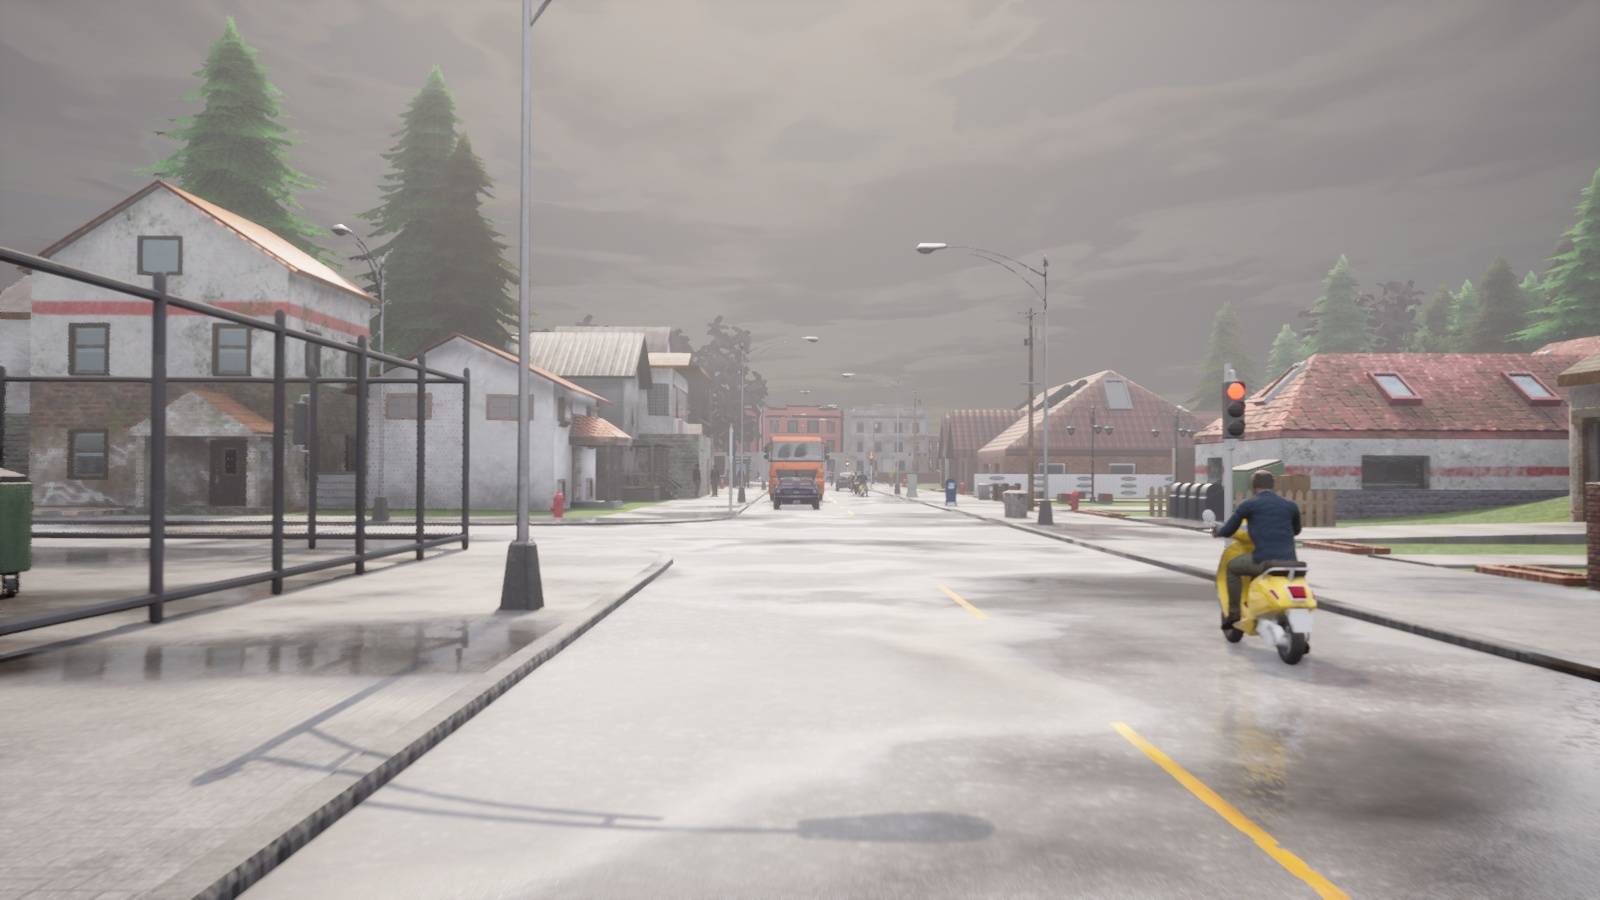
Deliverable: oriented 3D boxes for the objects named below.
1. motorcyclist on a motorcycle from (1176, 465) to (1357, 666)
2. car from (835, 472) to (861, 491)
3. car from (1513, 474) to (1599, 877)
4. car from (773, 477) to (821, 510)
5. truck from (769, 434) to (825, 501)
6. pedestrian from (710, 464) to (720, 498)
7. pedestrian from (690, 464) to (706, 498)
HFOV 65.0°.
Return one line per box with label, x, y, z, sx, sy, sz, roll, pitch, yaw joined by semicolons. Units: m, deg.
motorcyclist on a motorcycle;3.983;0.934;10.891;0.866;1.590;1.817;0;-1;0
car;3.736;2.451;98.321;1.837;1.490;4.892;0;-1;0
car;3.992;0.824;2.843;1.882;1.535;5.008;0;-1;0
car;-0.141;1.796;52.601;1.895;1.301;4.718;0;-1;-1
truck;-0.180;0.984;68.731;2.891;3.462;7.936;0;-1;0
pedestrian;-4.820;1.740;71.479;0.402;1.930;0.666;0;-1;9
pedestrian;-5.488;1.677;67.522;0.703;1.840;0.431;0;-1;-37
